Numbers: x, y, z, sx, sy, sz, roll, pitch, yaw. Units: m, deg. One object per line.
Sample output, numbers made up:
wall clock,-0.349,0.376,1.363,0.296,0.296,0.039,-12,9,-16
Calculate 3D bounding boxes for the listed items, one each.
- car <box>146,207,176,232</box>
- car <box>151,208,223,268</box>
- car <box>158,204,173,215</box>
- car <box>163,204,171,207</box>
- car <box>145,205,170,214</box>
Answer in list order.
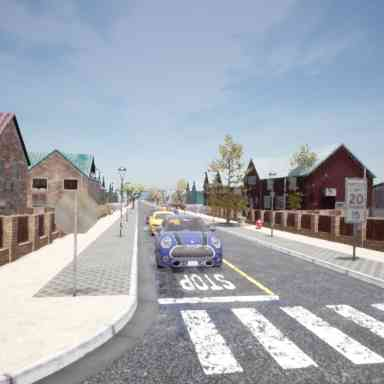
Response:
car,-1.884,2.051,22.378,1.882,1.535,5.008,1,-2,-9
car,-0.288,1.656,12.385,2.097,1.767,4.553,1,-2,-8
car,-4.608,2.928,57.483,2.097,1.767,4.553,1,-2,-9
car,-2.963,2.846,47.334,2.033,1.411,5.357,1,-2,-9
car,-3.524,2.353,32.514,1.837,1.490,4.892,1,-2,-9
